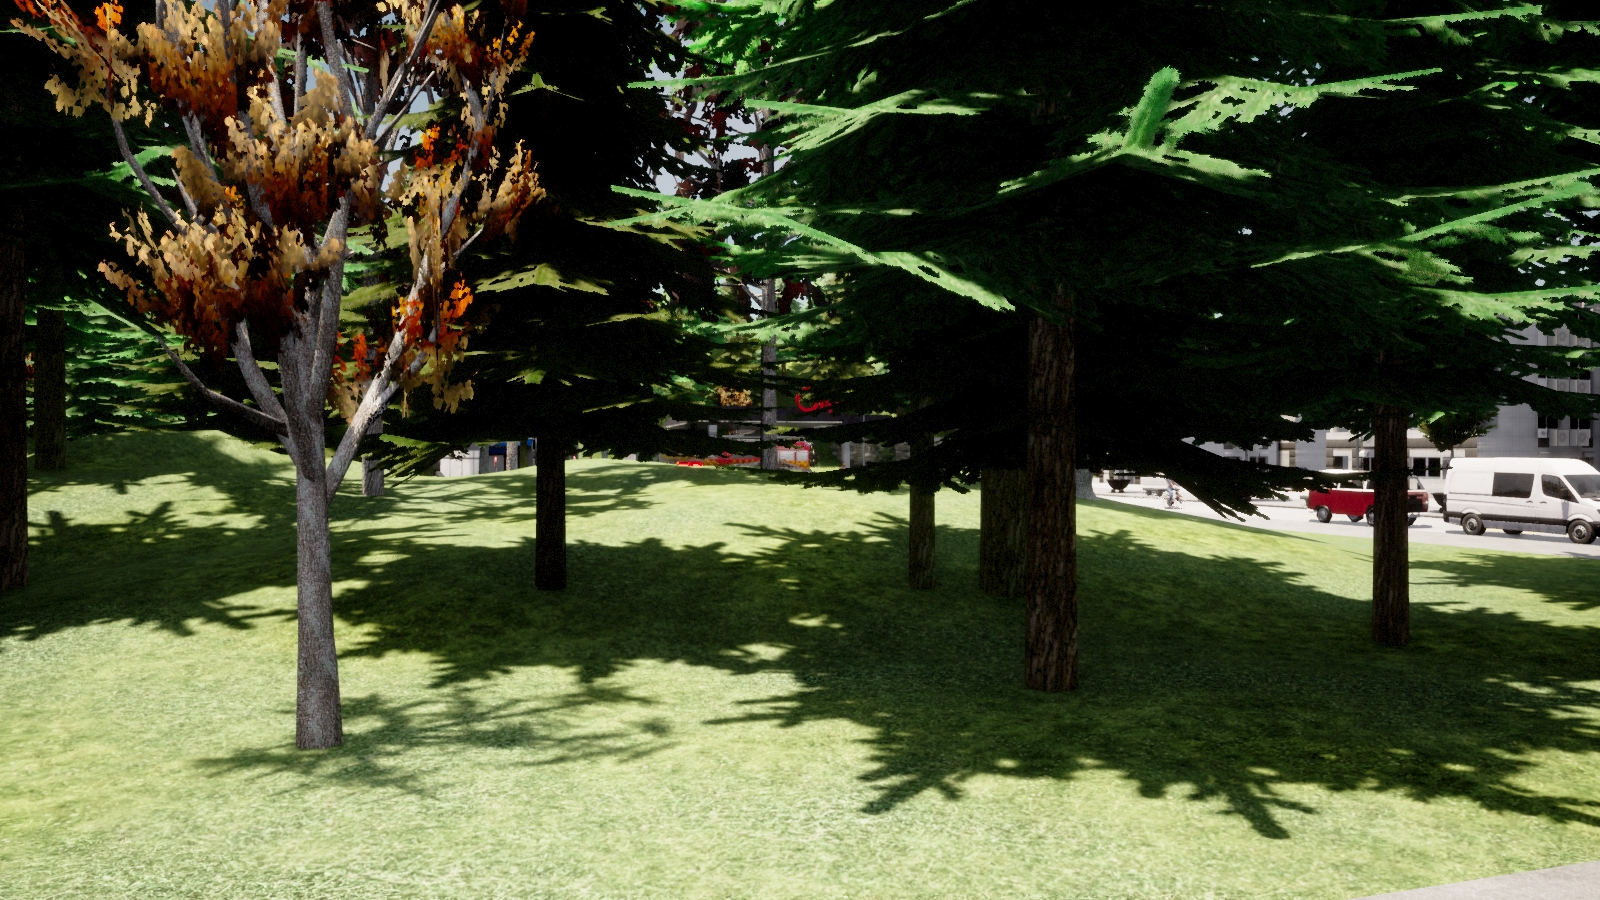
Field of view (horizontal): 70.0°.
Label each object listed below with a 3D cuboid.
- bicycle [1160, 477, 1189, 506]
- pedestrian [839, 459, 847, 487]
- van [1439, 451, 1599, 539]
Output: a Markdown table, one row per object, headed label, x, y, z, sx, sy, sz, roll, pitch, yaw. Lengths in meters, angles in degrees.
| label | x | y | z | sx | sy | sz | roll | pitch | yaw |
| --- | --- | --- | --- | --- | --- | --- | --- | --- | --- |
| bicycle | 17.582 | 1.936 | 53.642 | 0.373 | 1.296 | 1.643 | 0 | 0 | -18 |
| pedestrian | 2.895 | 1.525 | 76.913 | 0.375 | 1.860 | 0.375 | 0 | 0 | 22 |
| van | 23.412 | 1.314 | 36.018 | 1.988 | 2.561 | 5.915 | 0 | 0 | -18 |
